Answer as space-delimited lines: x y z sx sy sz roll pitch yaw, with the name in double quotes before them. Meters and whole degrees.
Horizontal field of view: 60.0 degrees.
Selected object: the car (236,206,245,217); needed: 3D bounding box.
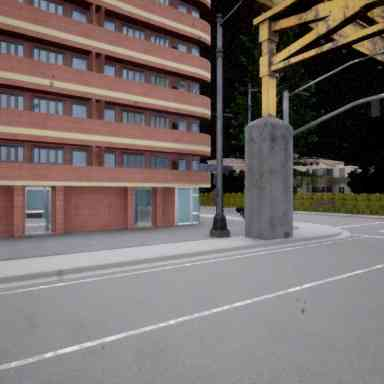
"car" 6.170 1.601 29.375 1.895 1.301 4.718 0 0 -35
